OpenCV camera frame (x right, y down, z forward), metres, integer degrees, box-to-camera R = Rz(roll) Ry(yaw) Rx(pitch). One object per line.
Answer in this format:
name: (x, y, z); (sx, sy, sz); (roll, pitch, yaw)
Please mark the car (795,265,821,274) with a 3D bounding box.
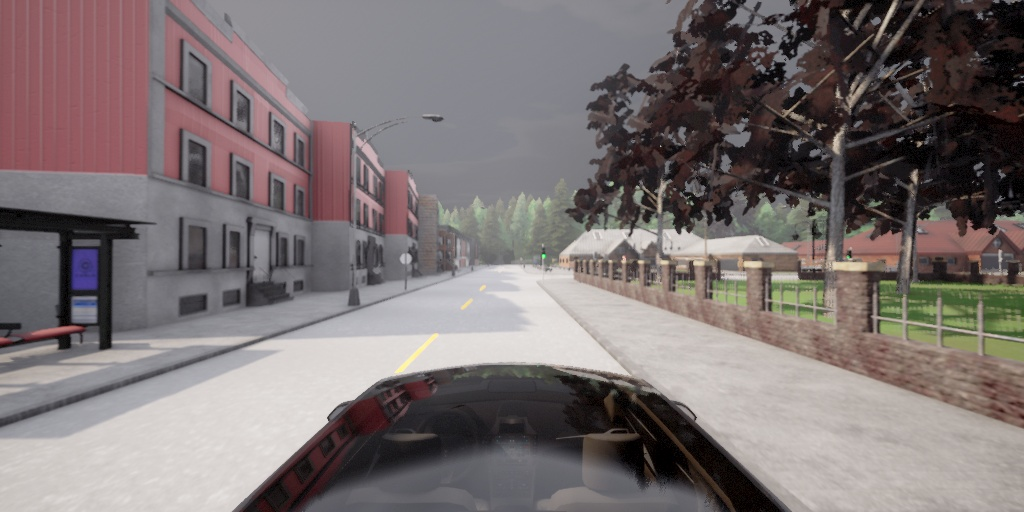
car: (36.820, 1.738, 42.845); (4.718, 1.301, 1.895); (0, -1, 0)
